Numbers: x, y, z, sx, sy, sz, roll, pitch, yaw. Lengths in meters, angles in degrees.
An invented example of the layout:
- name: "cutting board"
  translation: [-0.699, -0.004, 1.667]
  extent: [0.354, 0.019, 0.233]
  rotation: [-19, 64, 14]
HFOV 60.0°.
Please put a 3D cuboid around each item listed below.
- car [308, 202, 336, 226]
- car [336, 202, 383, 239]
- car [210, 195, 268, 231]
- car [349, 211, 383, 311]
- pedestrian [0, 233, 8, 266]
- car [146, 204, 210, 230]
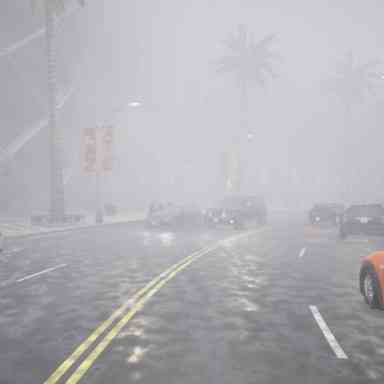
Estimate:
- name: "car"
  translation: [10.024, 1.505, 23.723]
  extent: [1.837, 1.490, 4.892]
  rotation: [0, 0, 45]
- name: "car"
  translation: [8.941, 1.351, 16.908]
  extent: [2.097, 1.767, 4.553]
  rotation: [0, 0, 32]
- name: "car"
  translation: [2.914, 1.222, 21.036]
  extent: [2.150, 2.045, 5.566]
  rotation: [0, 0, 35]
- name: "car"
  translation: [4.219, 1.354, 4.814]
  extent: [2.097, 1.767, 4.553]
  rotation: [0, 0, 7]
- name: "pedestrian"
  translation: [-5.780, 1.674, 9.994]
  extent: [0.500, 1.100, 0.500]
  rotation: [0, 0, 13]
- name: "car"
  translation: [-0.945, 1.526, 21.191]
  extent: [1.812, 1.442, 4.674]
  rotation: [0, 0, 32]
